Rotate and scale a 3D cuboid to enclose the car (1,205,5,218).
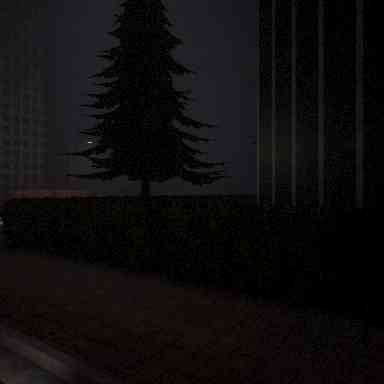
[{"bbox_3d":[-13.066,1.560,28.373,1.837,1.490,4.892,0,0,36],"label":"car"}]
